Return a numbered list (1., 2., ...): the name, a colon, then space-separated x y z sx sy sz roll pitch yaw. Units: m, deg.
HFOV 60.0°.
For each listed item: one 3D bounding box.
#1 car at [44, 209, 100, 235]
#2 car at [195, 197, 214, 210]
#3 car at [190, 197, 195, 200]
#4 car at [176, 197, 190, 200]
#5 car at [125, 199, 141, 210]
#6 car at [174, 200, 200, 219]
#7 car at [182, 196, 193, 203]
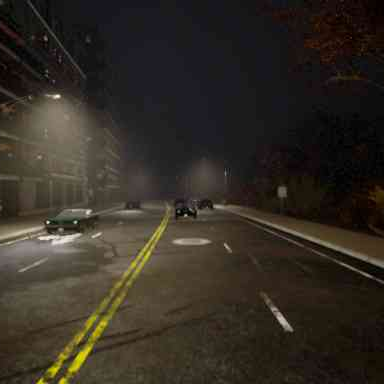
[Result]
1. car: -6.918 1.685 19.629 1.895 1.301 4.718 0 0 -2
2. car: 1.810 1.675 45.108 1.837 1.490 4.892 0 0 -4
3. car: 0.641 1.712 60.064 2.128 1.511 4.902 0 0 -5
4. car: -1.732 1.664 49.311 1.882 1.535 5.008 0 0 -4
5. car: -8.184 1.675 46.384 2.128 1.511 4.902 0 0 -3
6. car: -0.620 1.720 30.469 1.895 1.301 4.718 0 0 -3
7. car: -1.159 1.799 77.415 2.128 1.511 4.902 0 0 -7
